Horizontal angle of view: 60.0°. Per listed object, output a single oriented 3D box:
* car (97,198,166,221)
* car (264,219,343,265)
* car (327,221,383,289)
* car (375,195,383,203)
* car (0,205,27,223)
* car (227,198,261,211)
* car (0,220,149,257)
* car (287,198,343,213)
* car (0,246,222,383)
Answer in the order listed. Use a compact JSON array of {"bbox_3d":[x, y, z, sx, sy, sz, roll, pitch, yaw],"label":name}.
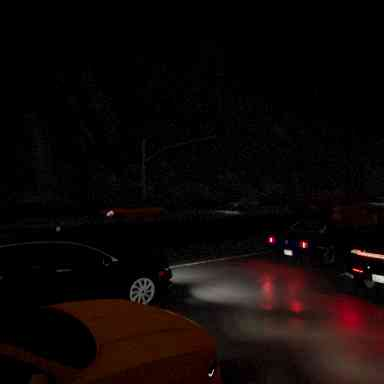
[{"bbox_3d":[-4.079,1.342,22.699,4.553,1.767,2.097,0,0,-36],"label":"car"},{"bbox_3d":[4.787,1.591,11.626,4.718,1.301,1.895,0,0,-36],"label":"car"},{"bbox_3d":[5.646,1.483,7.920,4.902,1.511,2.128,0,0,-36],"label":"car"},{"bbox_3d":[35.103,1.213,60.234,5.008,1.535,1.882,0,0,-36],"label":"car"},{"bbox_3d":[-14.509,1.599,23.743,4.718,1.301,1.895,0,0,-36],"label":"car"},{"bbox_3d":[6.144,1.455,38.949,4.674,1.442,1.812,0,0,-36],"label":"car"},{"bbox_3d":[-2.653,1.505,6.152,4.892,1.490,1.837,0,0,-36],"label":"car"},{"bbox_3d":[10.595,1.488,29.180,5.357,1.411,2.033,0,0,-36],"label":"car"},{"bbox_3d":[-2.002,1.477,2.296,5.008,1.535,1.882,0,0,-36],"label":"car"}]
